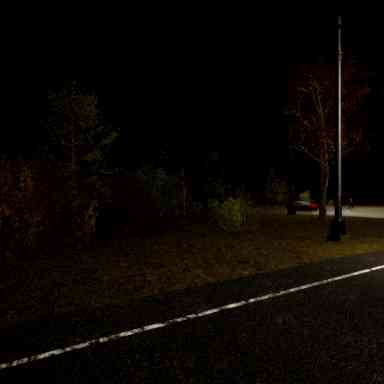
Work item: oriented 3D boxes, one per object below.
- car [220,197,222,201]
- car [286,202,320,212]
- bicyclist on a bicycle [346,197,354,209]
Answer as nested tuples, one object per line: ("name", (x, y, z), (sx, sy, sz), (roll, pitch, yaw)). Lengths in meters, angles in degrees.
("car", (6.208, 1.749, 58.992), (2.150, 2.045, 5.566), (-2, 1, -30))
("car", (14.908, 1.928, 44.301), (1.895, 1.301, 4.718), (-2, 0, -31))
("bicyclist on a bicycle", (22.255, 1.579, 46.806), (1.656, 1.620, 0.582), (0, 0, -31))
